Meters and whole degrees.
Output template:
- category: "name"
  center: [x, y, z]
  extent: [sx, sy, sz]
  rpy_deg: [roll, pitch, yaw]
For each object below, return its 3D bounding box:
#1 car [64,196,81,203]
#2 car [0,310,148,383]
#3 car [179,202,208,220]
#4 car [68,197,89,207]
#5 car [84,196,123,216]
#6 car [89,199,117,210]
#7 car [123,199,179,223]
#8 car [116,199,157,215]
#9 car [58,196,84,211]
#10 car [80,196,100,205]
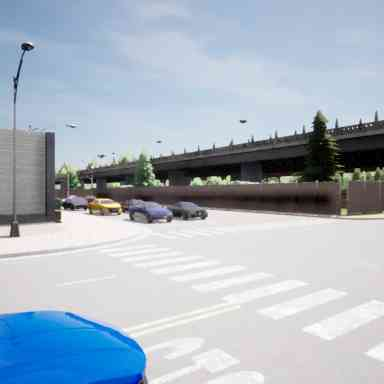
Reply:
- category: "car"
  center: [-23.745, 1.468, 65.951]
  extent: [1.812, 1.442, 4.674]
  rpy_deg: [0, 0, -36]
- category: "car"
  center: [-2.624, 1.478, 1.902]
  extent: [5.008, 1.535, 1.882]
  rpy_deg: [0, 0, -36]
- category: "car"
  center: [-0.541, 1.508, 27.305]
  extent: [1.994, 1.385, 4.181]
  rpy_deg: [0, 0, -36]
- category: "car"
  center: [-17.435, 1.470, 51.074]
  extent: [1.812, 1.442, 4.674]
  rpy_deg: [0, 0, -35]
- category: "car"
  center: [-8.571, 1.422, 32.520]
  extent: [1.882, 1.535, 5.008]
  rpy_deg: [0, 0, -36]
- category: "car"
  center: [-11.476, 1.545, 42.632]
  extent: [1.895, 1.301, 4.718]
  rpy_deg: [0, 0, -35]
- category: "car"
  center: [-3.204, 1.470, 25.015]
  extent: [1.812, 1.442, 4.674]
  rpy_deg: [0, 0, -36]
- category: "car"
  center: [-5.906, 1.491, 34.822]
  extent: [2.033, 1.411, 5.357]
  rpy_deg: [0, 0, -35]
- category: "car"
  center: [-14.267, 1.491, 40.499]
  extent: [2.033, 1.411, 5.357]
  rpy_deg: [0, 0, -35]
- category: "car"
  center: [-17.819, 1.421, 57.832]
  extent: [1.882, 1.535, 5.008]
  rpy_deg: [0, 0, -36]
